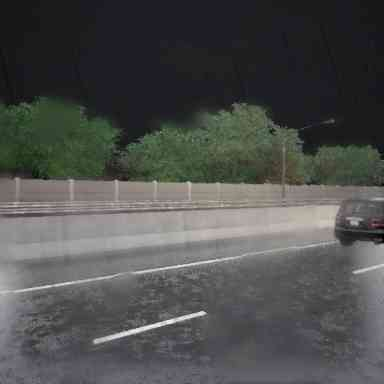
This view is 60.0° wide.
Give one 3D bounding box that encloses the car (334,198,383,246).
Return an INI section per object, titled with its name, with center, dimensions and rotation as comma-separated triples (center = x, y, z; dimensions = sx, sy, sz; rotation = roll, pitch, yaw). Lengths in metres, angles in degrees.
[car]
center = 8.295, 1.260, 14.085
dimensions = 5.566, 2.045, 2.150
rotation = 0, 0, -36
